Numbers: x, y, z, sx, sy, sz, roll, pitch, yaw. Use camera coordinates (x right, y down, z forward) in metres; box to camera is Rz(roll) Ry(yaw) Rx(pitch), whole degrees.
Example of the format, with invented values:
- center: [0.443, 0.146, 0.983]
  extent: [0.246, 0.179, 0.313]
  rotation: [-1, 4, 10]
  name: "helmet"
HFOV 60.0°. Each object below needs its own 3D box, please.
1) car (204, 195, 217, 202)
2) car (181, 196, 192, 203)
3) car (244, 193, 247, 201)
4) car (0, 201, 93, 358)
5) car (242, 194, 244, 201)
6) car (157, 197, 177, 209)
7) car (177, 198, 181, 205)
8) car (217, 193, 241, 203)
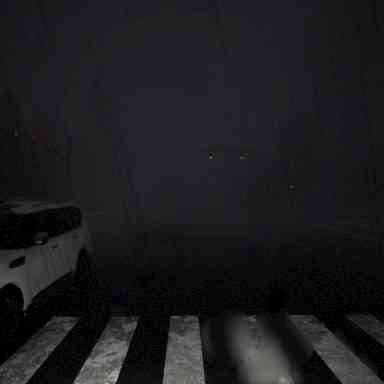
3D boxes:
- center: [4.367, 1.379, 73.625]
  extent: [2.097, 1.767, 4.553]
  rotation: [0, 0, 30]
  name: "car"
- center: [-1.379, 1.528, 68.859]
  extent: [1.837, 1.490, 4.892]
  rotation: [0, 0, 18]
  name: "car"
- center: [14.627, 1.251, 81.499]
  extent: [5.566, 2.045, 2.150]
  rotation: [0, 0, -43]
  name: "car"
- center: [-3.596, 1.223, 6.314]
  extent: [2.150, 2.045, 5.566]
  rotation: [0, 0, 0]
  name: "car"
- center: [10.150, 1.551, 81.919]
  extent: [1.812, 1.442, 4.674]
  rotation: [0, 0, 44]
  name: "car"
- center: [-3.564, 1.562, 45.228]
  extent: [2.033, 1.411, 5.357]
  rotation: [0, 0, 0]
  name: "car"
- center: [-3.337, 1.543, 55.433]
  extent: [1.812, 1.442, 4.674]
  rotation: [0, 0, 2]
  name: "car"
- center: [8.112, 1.249, 73.201]
  extent: [2.150, 2.045, 5.566]
  rotation: [0, 0, 30]
  name: "car"
